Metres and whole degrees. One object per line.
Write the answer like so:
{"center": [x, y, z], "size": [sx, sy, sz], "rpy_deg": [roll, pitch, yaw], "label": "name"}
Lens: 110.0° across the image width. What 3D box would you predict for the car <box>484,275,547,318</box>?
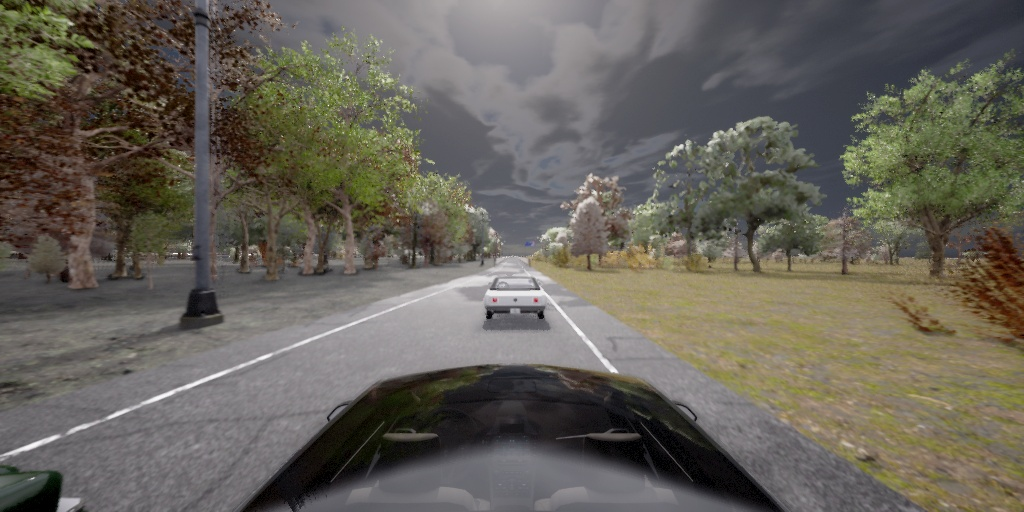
{"center": [0.101, 1.328, 12.749], "size": [1.895, 1.301, 4.718], "rpy_deg": [0, 0, 0], "label": "car"}
